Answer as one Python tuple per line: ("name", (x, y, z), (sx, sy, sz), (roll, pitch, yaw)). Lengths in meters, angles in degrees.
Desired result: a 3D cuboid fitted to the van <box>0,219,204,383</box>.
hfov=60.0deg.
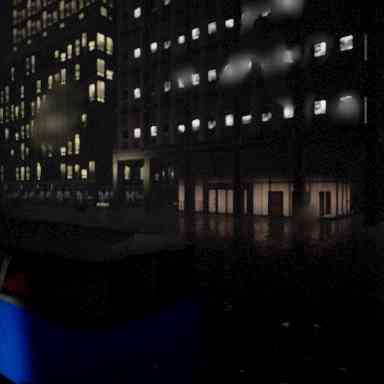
("van", (-1.770, 1.309, 4.147), (3.998, 1.788, 1.690), (1, 0, 36))
